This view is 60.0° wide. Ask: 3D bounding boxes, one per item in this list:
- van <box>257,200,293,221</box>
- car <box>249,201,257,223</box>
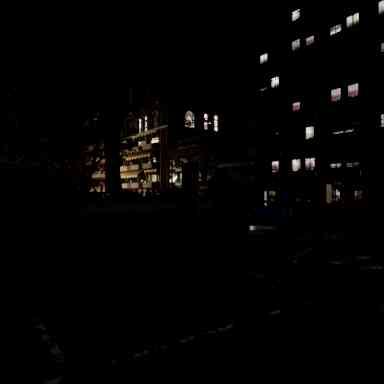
[{"bbox_3d":[7.160,1.643,30.208,1.690,1.788,3.998,-1,0,-36],"label":"van"},{"bbox_3d":[2.572,1.670,26.701,2.097,1.767,4.553,0,-1,-36],"label":"car"}]
